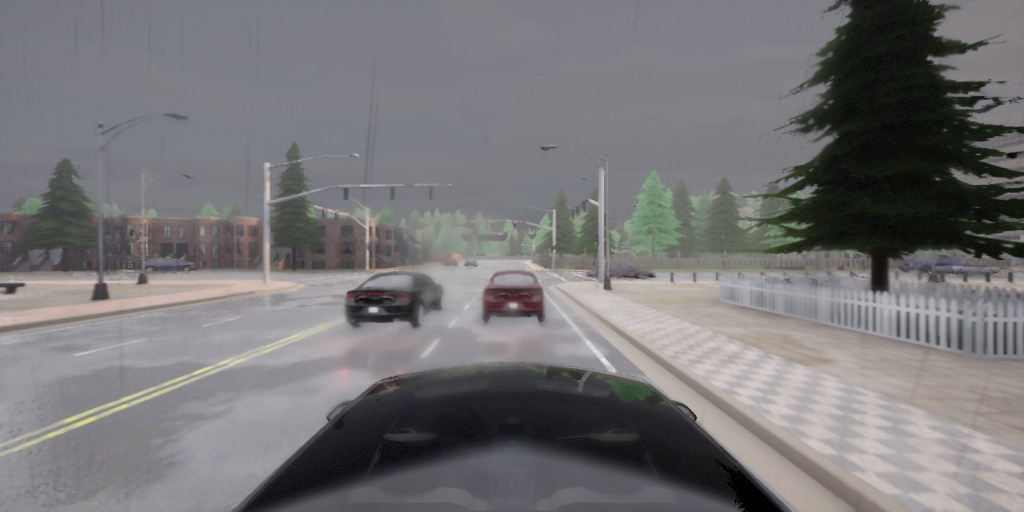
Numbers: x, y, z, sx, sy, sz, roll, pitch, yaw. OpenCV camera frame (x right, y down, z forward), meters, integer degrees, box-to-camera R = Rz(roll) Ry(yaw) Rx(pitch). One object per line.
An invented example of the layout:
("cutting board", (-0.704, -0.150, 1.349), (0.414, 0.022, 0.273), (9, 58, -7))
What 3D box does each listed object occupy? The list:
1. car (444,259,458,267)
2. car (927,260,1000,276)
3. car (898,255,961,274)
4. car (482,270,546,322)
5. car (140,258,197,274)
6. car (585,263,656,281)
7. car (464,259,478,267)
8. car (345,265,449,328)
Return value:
("car", (-10.525, 1.218, 62.066), (1.994, 1.385, 4.181), (0, 0, 0))
("car", (45.343, 1.296, 35.922), (4.718, 1.301, 1.895), (0, 0, 0))
("car", (46.074, 0.916, 39.415), (5.566, 2.045, 2.150), (0, 0, 0))
("car", (0.063, 1.211, 12.305), (1.882, 1.535, 5.008), (0, 0, 0))
("car", (-38.189, 0.987, 40.012), (2.097, 1.767, 4.553), (0, 1, 42))
("car", (8.666, 1.248, 28.907), (5.357, 1.411, 2.033), (0, 0, 2))
("car", (-7.023, 1.180, 62.073), (1.812, 1.442, 4.674), (0, 0, 0))
("car", (-3.440, 1.213, 11.430), (1.882, 1.535, 5.008), (0, 0, 0))
